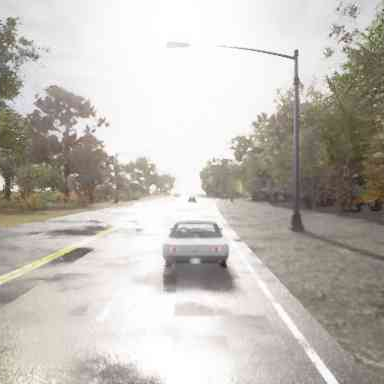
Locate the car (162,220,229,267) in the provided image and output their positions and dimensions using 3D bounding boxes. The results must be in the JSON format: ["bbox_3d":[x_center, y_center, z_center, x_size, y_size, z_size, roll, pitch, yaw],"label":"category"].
[{"bbox_3d":[0.137,1.612,11.394,1.895,1.301,4.718,0,0,1],"label":"car"}]

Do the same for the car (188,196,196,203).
[{"bbox_3d":[0.027,1.626,74.710,2.033,1.411,5.357,0,0,0],"label":"car"}]
